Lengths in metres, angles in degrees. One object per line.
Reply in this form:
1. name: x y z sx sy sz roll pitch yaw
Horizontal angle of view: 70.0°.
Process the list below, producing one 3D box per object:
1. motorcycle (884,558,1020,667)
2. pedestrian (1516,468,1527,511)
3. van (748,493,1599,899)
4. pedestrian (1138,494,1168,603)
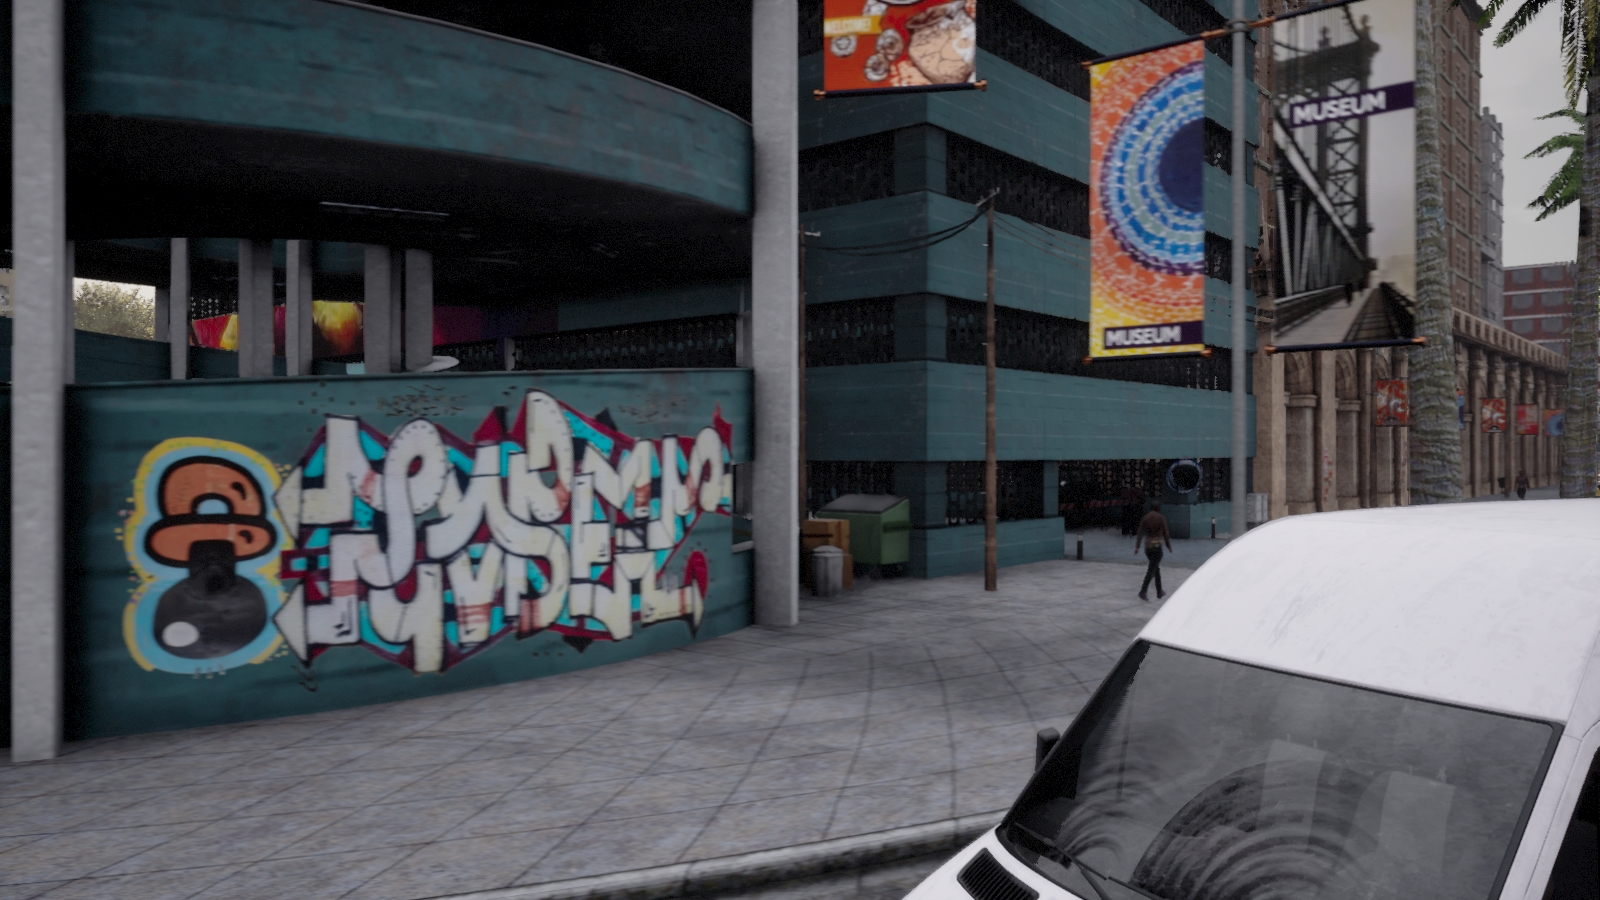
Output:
1. motorcycle: 2.100 2.190 15.693 1.805 1.236 0.856 0 -1 -41
2. pedestrian: 31.661 1.716 50.125 0.375 1.860 0.375 0 0 41
3. van: 2.887 1.536 4.561 5.915 2.561 1.988 0 0 -29
4. pedestrian: 6.162 1.705 19.941 0.375 1.860 0.375 0 0 43
